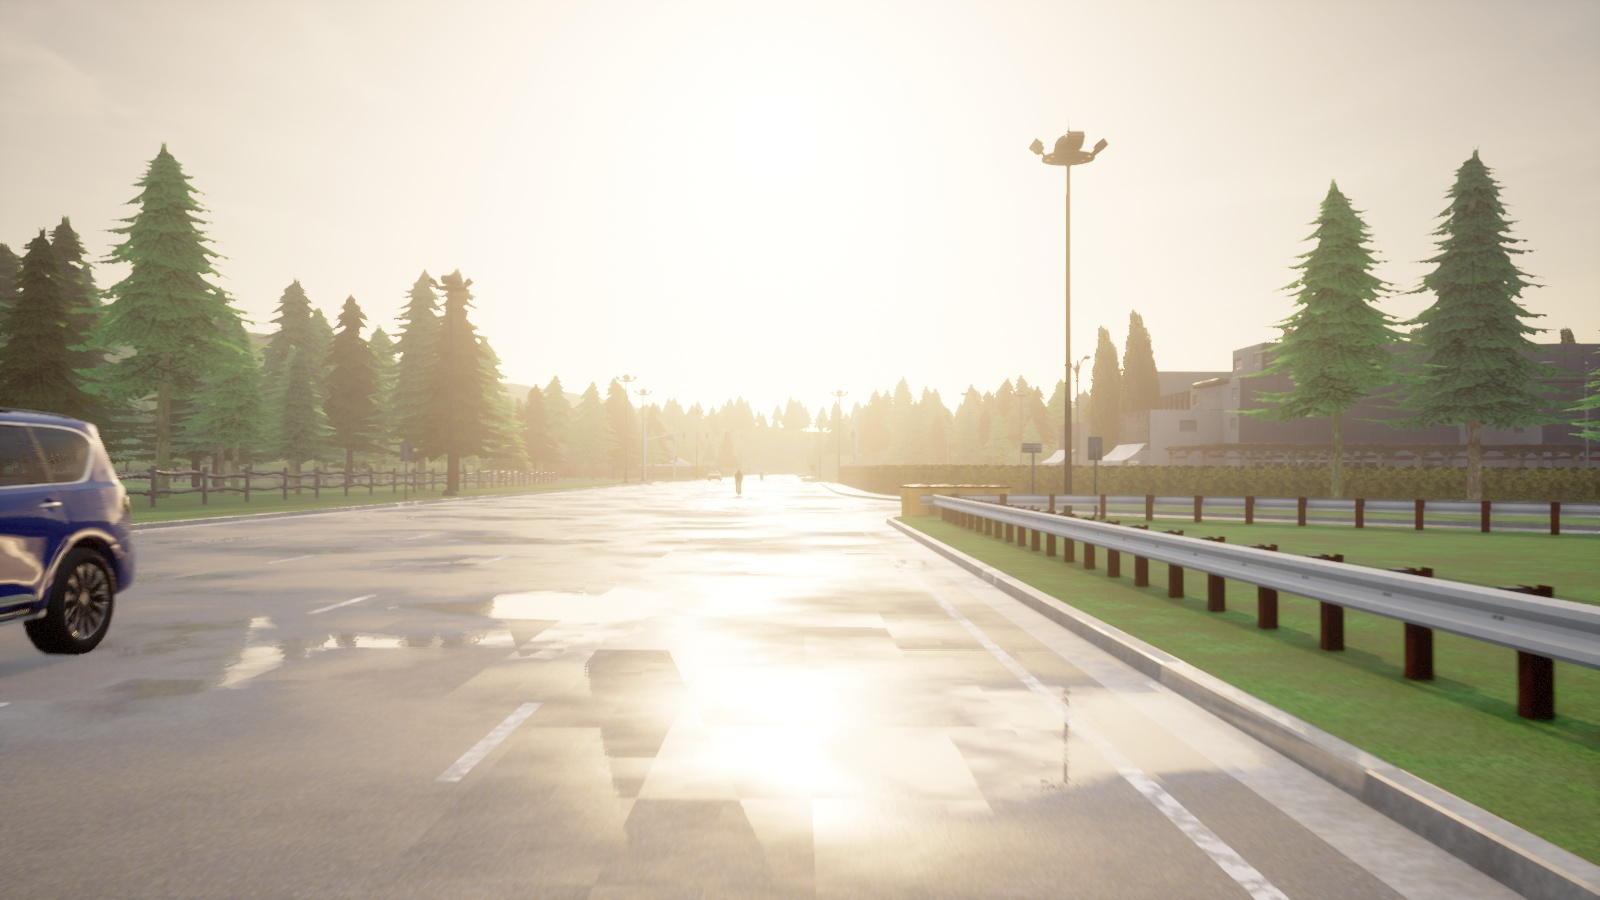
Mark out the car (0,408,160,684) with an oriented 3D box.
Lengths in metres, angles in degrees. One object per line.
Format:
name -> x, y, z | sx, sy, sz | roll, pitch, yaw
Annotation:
car -> -7.021, 0.710, 8.880 | 2.150, 2.045, 5.566 | 0, -1, 0
